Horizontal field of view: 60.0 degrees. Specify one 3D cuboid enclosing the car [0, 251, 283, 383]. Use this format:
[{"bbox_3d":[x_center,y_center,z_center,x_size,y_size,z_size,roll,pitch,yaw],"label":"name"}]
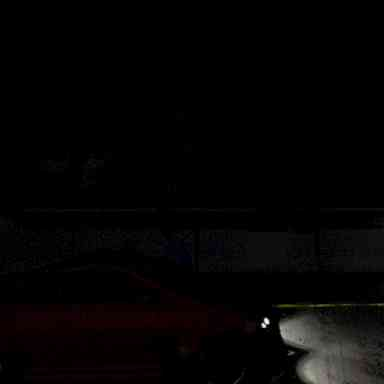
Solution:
[{"bbox_3d":[-0.948,1.563,4.567,4.181,1.385,1.994,0,0,-2],"label":"car"}]
